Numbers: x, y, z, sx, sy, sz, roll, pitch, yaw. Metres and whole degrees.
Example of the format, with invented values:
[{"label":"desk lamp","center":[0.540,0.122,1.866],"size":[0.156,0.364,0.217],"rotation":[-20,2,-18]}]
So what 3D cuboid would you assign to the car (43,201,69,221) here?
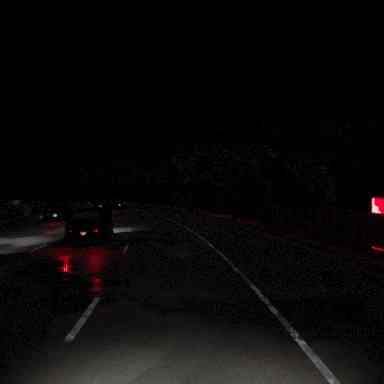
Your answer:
[{"label":"car","center":[-11.207,1.551,27.931],"size":[1.837,1.490,4.892],"rotation":[0,0,-16]}]

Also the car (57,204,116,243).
[{"label":"car","center":[-4.921,1.538,16.158],"size":[1.812,1.442,4.674],"rotation":[0,0,-9]}]

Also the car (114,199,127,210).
[{"label":"car","center":[-10.120,1.636,44.562],"size":[1.994,1.385,4.181],"rotation":[0,0,-24]}]

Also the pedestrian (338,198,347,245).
[{"label":"pedestrian","center":[5.921,1.140,13.207],"size":[0.375,1.860,0.375],"rotation":[-1,0,-7]}]

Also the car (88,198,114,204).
[{"label":"car","center":[-9.453,1.405,33.791],"size":[2.097,1.767,4.553],"rotation":[0,0,-19]}]

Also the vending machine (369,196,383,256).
[{"label":"vending machine","center":[7.227,1.193,12.073],"size":[1.100,2.100,0.880],"rotation":[0,0,-6]}]
